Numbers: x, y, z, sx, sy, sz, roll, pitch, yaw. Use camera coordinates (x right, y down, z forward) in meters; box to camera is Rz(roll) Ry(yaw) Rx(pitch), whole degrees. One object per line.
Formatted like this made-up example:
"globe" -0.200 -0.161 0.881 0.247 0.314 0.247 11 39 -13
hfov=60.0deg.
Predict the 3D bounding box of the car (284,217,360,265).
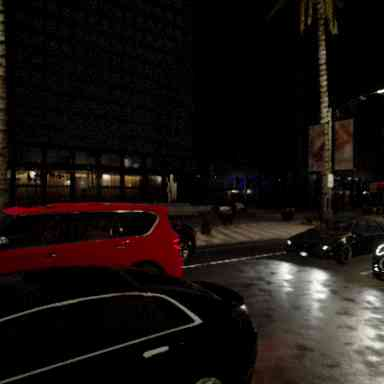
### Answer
"car" 5.818 1.656 12.351 5.357 1.411 2.033 1 0 -35

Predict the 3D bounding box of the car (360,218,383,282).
"car" 6.716 1.449 8.707 4.553 1.767 2.097 1 0 -35

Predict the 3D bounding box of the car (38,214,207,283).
"car" -2.074 1.553 10.610 4.786 1.482 2.161 1 0 -36

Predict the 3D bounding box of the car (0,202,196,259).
"car" -2.782 1.235 6.289 5.566 2.045 2.150 1 -1 -35

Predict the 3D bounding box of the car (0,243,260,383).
"car" -1.548 1.510 2.872 4.892 1.490 1.837 1 -1 -35
